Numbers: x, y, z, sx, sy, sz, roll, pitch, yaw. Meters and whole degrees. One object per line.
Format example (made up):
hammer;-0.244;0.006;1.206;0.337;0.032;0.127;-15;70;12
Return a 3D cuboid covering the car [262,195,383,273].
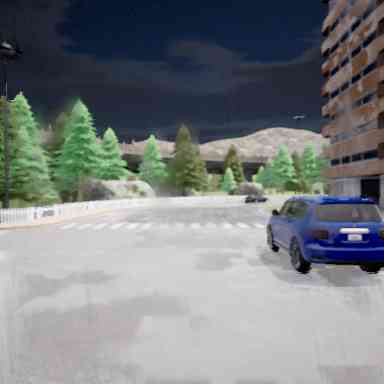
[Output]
car;3.911;1.151;10.526;2.150;2.045;5.566;0;0;1

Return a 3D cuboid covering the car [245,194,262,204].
car;10.171;1.138;51.757;4.892;1.490;1.837;-1;0;-44
